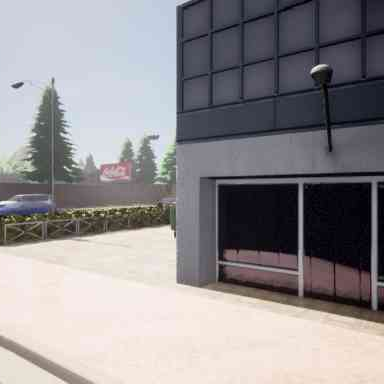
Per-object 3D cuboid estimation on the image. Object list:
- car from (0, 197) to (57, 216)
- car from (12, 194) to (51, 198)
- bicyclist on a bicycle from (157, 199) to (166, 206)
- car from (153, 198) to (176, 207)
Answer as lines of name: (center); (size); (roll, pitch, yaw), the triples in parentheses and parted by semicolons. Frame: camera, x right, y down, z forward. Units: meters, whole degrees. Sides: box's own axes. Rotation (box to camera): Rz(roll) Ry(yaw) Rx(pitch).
car: (-13.710, 1.477, 27.481); (1.882, 1.535, 5.008); (0, 0, 36)
car: (-15.576, 1.221, 30.879); (2.150, 2.045, 5.566); (0, 0, 36)
bicyclist on a bicycle: (-2.266, 1.301, 23.719); (1.656, 1.620, 0.582); (0, 0, 36)
car: (-2.947, 1.503, 42.302); (1.837, 1.490, 4.892); (0, 0, 36)
